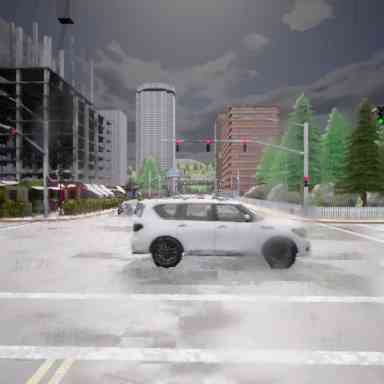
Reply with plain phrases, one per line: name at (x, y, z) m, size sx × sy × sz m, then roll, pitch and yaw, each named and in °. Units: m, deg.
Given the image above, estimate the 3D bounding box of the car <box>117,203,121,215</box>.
car at (-6.170, 1.526, 33.672) m, size 1.812 × 1.442 × 4.674 m, roll 0°, pitch 0°, yaw 2°

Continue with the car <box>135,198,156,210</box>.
car at (-5.925, 1.526, 42.850) m, size 1.812 × 1.442 × 4.674 m, roll 0°, pitch 0°, yaw 2°

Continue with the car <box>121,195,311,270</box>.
car at (0.825, 1.223, 10.671) m, size 5.566 × 2.045 × 2.150 m, roll 0°, pitch 0°, yaw 3°

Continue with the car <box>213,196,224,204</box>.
car at (5.241, 1.525, 65.714) m, size 1.812 × 1.442 × 4.674 m, roll 0°, pitch 0°, yaw 1°

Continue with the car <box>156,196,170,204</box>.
car at (-5.404, 1.563, 62.436) m, size 1.994 × 1.385 × 4.181 m, roll 0°, pitch 0°, yaw 2°

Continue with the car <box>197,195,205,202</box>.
car at (1.960, 1.326, 74.667) m, size 1.837 × 1.490 × 4.892 m, roll 0°, pitch 0°, yaw 1°

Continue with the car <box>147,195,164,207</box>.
car at (-5.676, 1.351, 52.637) m, size 2.097 × 1.767 × 4.553 m, roll 0°, pitch 0°, yaw 2°

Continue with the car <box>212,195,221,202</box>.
car at (5.460, 1.421, 74.610) m, size 1.895 × 1.301 × 4.718 m, roll 0°, pitch 0°, yaw 1°
